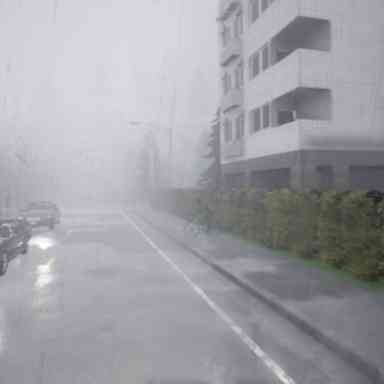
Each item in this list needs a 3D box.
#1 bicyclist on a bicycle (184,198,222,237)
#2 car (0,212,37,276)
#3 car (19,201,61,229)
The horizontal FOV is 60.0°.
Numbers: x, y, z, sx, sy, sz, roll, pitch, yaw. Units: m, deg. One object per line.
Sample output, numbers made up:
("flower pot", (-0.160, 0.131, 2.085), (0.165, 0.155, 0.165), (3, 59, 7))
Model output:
("bicyclist on a bicycle", (0.453, 1.070, 13.859), (1.656, 1.620, 0.582), (-2, 1, -16))
("car", (-6.243, 1.557, 10.081), (1.895, 1.301, 4.718), (-1, 1, -16))
("car", (-8.991, 1.332, 19.830), (2.128, 1.511, 4.902), (-1, 1, -16))
